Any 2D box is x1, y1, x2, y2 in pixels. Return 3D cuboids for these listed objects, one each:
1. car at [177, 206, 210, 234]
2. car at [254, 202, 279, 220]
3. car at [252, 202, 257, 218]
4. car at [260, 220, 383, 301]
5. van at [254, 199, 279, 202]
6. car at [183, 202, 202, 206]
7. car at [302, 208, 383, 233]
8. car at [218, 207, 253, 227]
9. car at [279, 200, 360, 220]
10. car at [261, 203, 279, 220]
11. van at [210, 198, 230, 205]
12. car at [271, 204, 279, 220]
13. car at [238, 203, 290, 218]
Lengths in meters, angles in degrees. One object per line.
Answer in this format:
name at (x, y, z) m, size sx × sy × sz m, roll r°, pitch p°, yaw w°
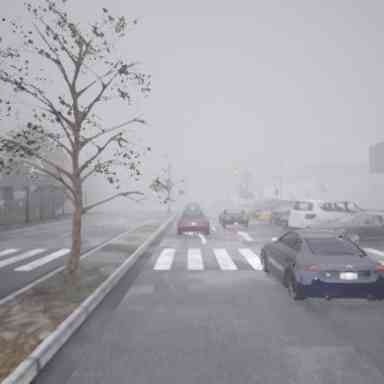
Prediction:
car at (0.094, 1.835, 21.217) m, size 1.994 × 1.385 × 4.181 m, roll 0°, pitch -1°, yaw 0°
car at (8.236, 1.864, 27.648) m, size 5.366 × 1.575 × 1.946 m, roll 1°, pitch -1°, yaw -20°
car at (8.087, 1.944, 30.577) m, size 4.792 × 1.488 × 2.163 m, roll 1°, pitch -1°, yaw -20°
car at (3.098, 1.659, 8.575) m, size 1.994 × 1.385 × 4.181 m, roll 0°, pitch -1°, yaw 0°
van at (7.954, 1.737, 33.508) m, size 4.442 × 1.987 × 1.878 m, roll 1°, pitch -1°, yaw -20°
car at (0.089, 1.904, 38.067) m, size 2.097 × 1.767 × 4.553 m, roll 0°, pitch -1°, yaw 0°
car at (8.076, 1.681, 15.651) m, size 4.892 × 1.521 × 2.231 m, roll 1°, pitch -1°, yaw -20°
car at (3.093, 1.939, 25.455) m, size 1.895 × 1.301 × 4.718 m, roll 0°, pitch -1°, yaw 0°
car at (8.094, 1.471, 18.655) m, size 5.566 × 2.045 × 2.435 m, roll 1°, pitch -1°, yaw -20°
car at (8.056, 1.816, 24.601) m, size 4.892 × 1.521 × 2.231 m, roll 1°, pitch -1°, yaw -20°
van at (7.938, 2.615, 88.769) m, size 4.442 × 1.987 × 1.878 m, roll 2°, pitch -2°, yaw -20°
car at (8.070, 1.767, 21.616) m, size 5.008 × 1.535 × 2.097 m, roll 1°, pitch -1°, yaw -20°
car at (7.887, 2.009, 36.462) m, size 5.366 × 1.575 × 1.946 m, roll 1°, pitch -1°, yaw -20°
